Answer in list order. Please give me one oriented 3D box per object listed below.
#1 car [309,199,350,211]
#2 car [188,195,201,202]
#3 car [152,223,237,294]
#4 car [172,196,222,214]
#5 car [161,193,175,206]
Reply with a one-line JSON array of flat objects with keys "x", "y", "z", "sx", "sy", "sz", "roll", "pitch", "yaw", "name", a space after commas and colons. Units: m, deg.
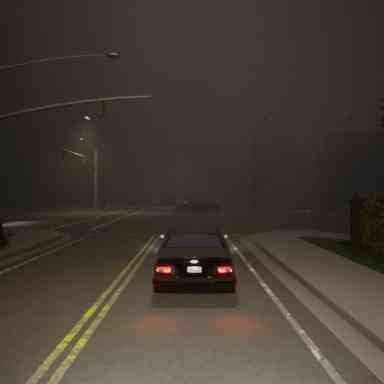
[{"x": 16.580, "y": 1.512, "z": 38.821, "sx": 5.357, "sy": 1.411, "sz": 2.033, "roll": 0, "pitch": 0, "yaw": -1, "name": "car"}, {"x": 0.556, "y": 1.515, "z": 78.965, "sx": 2.033, "sy": 1.411, "sz": 5.357, "roll": 0, "pitch": 0, "yaw": 12, "name": "car"}, {"x": 0.053, "y": 1.546, "z": 8.934, "sx": 2.033, "sy": 1.411, "sz": 5.357, "roll": 0, "pitch": 0, "yaw": 0, "name": "car"}, {"x": 0.671, "y": 1.497, "z": 35.154, "sx": 4.902, "sy": 1.511, "sz": 2.128, "roll": 0, "pitch": 0, "yaw": -1, "name": "car"}, {"x": -3.719, "y": 1.214, "z": 53.968, "sx": 2.150, "sy": 2.045, "sz": 5.566, "roll": 0, "pitch": 0, "yaw": 0, "name": "car"}]
